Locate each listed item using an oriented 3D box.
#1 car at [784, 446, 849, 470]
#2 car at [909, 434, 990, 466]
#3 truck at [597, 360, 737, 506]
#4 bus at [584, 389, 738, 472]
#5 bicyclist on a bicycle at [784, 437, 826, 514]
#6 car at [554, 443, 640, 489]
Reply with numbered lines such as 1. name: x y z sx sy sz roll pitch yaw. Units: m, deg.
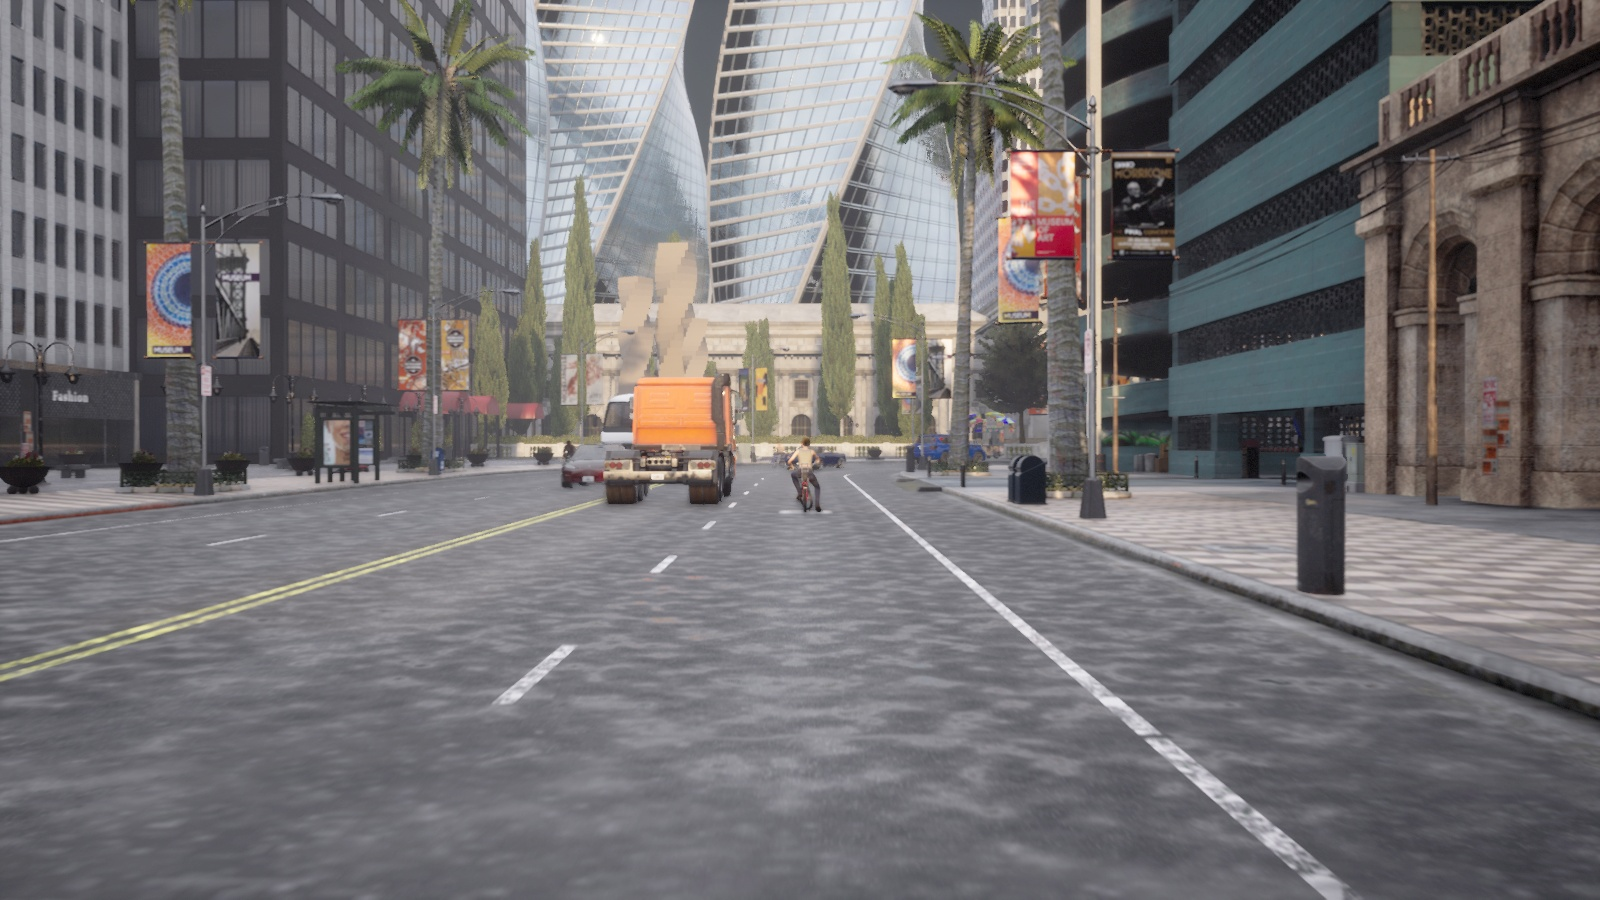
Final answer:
1. car: 0.977 0.444 71.589 1.895 1.301 4.718 0 0 26
2. car: 9.893 0.006 82.865 5.566 2.045 2.150 0 0 -42
3. truck: -3.356 -0.428 33.699 2.891 3.462 7.936 0 0 0
4. bus: -7.486 -1.029 69.815 3.944 4.253 10.273 0 0 23
5. bicyclist on a bicycle: 0.120 0.530 27.110 0.866 1.612 1.509 0 0 1
6. car: -6.824 0.500 42.752 2.163 1.488 4.792 0 0 0
